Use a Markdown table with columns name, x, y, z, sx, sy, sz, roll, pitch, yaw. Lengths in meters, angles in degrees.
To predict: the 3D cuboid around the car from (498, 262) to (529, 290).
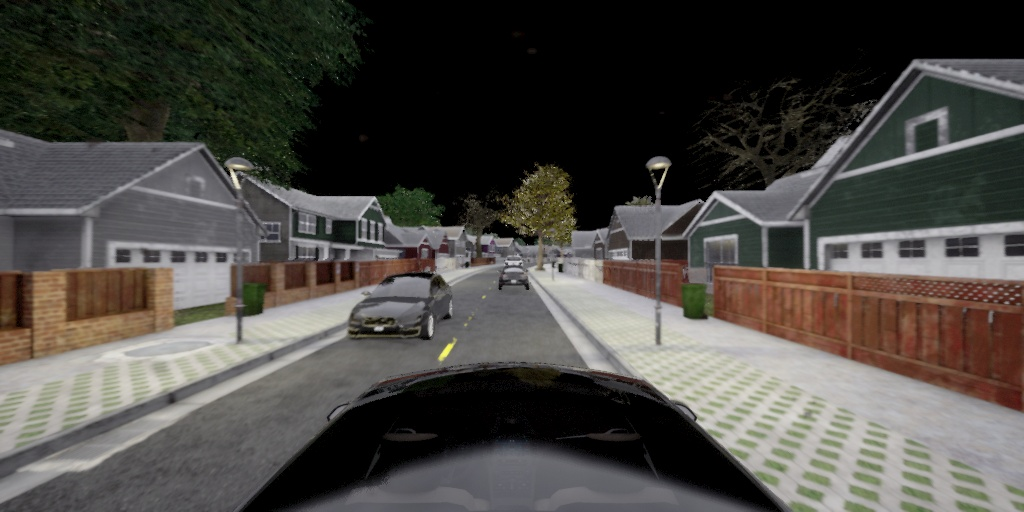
| name | x | y | z | sx | sy | sz | roll | pitch | yaw |
| --- | --- | --- | --- | --- | --- | --- | --- | --- | --- |
| car | 0.106 | 1.283 | 22.645 | 1.812 | 1.442 | 4.674 | 0 | 0 | 0 |

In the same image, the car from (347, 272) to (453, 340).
| name | x | y | z | sx | sy | sz | roll | pitch | yaw |
| --- | --- | --- | --- | --- | --- | --- | --- | --- | --- |
| car | -2.834 | 1.254 | 10.038 | 1.837 | 1.490 | 4.892 | 0 | 1 | 0 |

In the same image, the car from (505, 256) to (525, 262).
| name | x | y | z | sx | sy | sz | roll | pitch | yaw |
| --- | --- | --- | --- | --- | --- | --- | --- | --- | --- |
| car | 0.296 | 0.988 | 42.983 | 2.150 | 2.045 | 5.566 | 0 | 0 | 2 |
